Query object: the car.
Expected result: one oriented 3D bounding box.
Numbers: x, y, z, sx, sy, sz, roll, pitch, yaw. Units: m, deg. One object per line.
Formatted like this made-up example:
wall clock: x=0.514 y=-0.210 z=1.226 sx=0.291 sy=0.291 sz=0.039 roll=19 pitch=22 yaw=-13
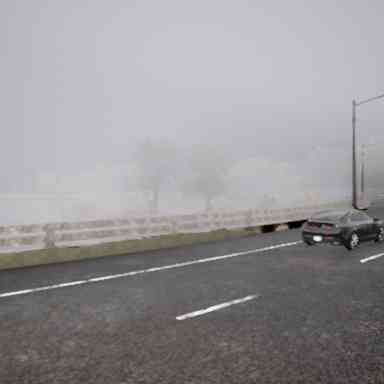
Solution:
car: x=6.439 y=1.464 z=13.970 sx=4.892 sy=1.490 sz=1.837 roll=0 pitch=0 yaw=-42
